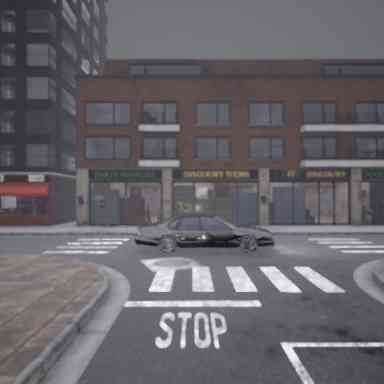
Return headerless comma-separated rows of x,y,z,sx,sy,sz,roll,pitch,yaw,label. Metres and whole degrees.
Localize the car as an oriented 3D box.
0.444,1.588,13.199,5.357,1.411,2.033,0,-1,0,car
